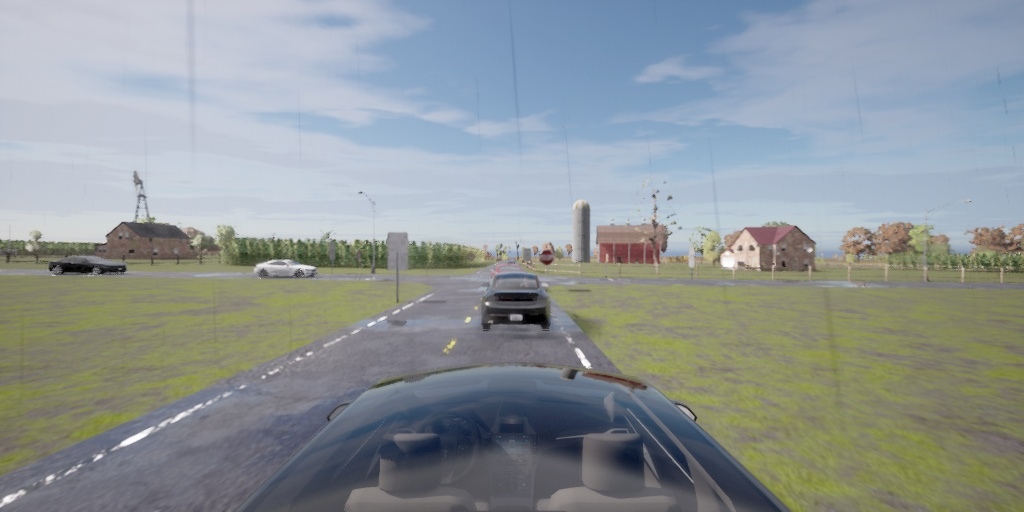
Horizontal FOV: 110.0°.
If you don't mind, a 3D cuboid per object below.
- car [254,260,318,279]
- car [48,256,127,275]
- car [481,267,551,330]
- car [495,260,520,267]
[{"bbox_3d":[-18.423,1.039,29.315,4.674,1.442,1.812,1,1,0],"label":"car"},{"bbox_3d":[-34.509,0.750,29.273,5.008,1.535,1.882,1,1,0],"label":"car"},{"bbox_3d":[0.104,1.250,11.098,1.837,1.490,4.892,0,0,0],"label":"car"},{"bbox_3d":[-0.306,1.222,21.964,1.882,1.535,5.008,0,0,-6],"label":"car"}]
